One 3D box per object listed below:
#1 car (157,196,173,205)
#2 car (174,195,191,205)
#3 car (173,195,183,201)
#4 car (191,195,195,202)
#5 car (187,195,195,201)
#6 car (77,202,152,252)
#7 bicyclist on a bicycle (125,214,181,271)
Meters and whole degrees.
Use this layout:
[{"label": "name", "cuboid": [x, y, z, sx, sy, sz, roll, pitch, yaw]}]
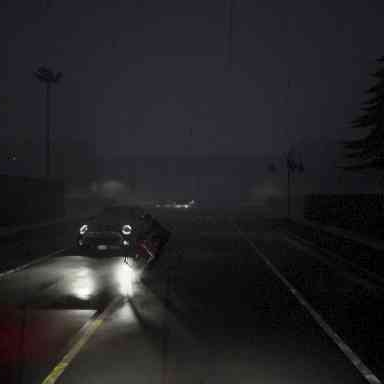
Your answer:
[{"label": "car", "cuboid": [-5.120, 1.494, 60.649, 1.882, 1.535, 5.008, 0, 0, 3]}, {"label": "car", "cuboid": [-1.637, 1.617, 60.229, 1.895, 1.301, 4.718, 0, 0, 3]}, {"label": "car", "cuboid": [-3.734, 1.532, 90.397, 2.128, 1.511, 4.902, 0, 0, 3]}, {"label": "car", "cuboid": [-0.908, 1.612, 75.074, 1.895, 1.301, 4.718, 0, 0, 3]}, {"label": "car", "cuboid": [-0.249, 1.533, 89.965, 2.128, 1.511, 4.902, 0, 0, 3]}, {"label": "car", "cuboid": [-3.036, 1.351, 13.863, 2.097, 1.767, 4.553, 0, 0, 3]}, {"label": "bicyclist on a bicycle", "cuboid": [-1.128, 1.455, 9.586, 1.656, 1.620, 0.582, 0, 0, 3]}]
